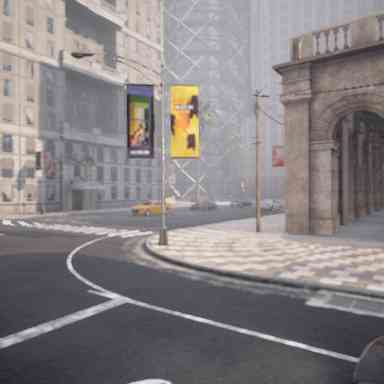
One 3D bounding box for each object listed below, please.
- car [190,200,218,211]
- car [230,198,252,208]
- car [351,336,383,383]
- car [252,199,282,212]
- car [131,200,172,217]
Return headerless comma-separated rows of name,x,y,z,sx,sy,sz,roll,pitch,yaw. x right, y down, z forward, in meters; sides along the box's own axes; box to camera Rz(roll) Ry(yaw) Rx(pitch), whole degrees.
car,1.578,1.737,42.600,1.994,1.385,4.181,-1,0,36
car,7.652,1.665,51.036,2.128,1.511,4.902,-1,0,36
car,3.404,1.492,1.568,4.892,1.490,1.837,0,0,35
car,9.651,1.646,41.525,1.812,1.442,4.674,-1,0,35
car,-4.159,1.651,34.511,1.882,1.535,5.008,-1,0,35
